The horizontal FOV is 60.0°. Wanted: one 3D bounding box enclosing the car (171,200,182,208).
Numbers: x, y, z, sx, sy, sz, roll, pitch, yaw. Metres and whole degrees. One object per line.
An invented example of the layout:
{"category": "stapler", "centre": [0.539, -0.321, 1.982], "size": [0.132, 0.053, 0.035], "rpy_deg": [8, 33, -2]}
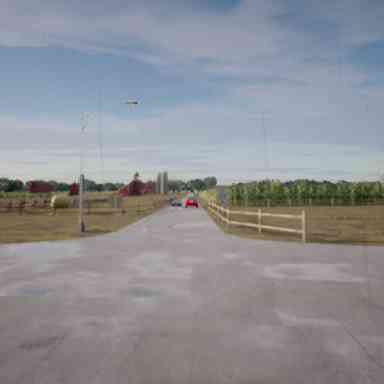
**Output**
{"category": "car", "centre": [-2.799, 2.088, 61.098], "size": [2.033, 1.411, 5.357], "rpy_deg": [0, -1, 0]}

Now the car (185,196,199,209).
{"category": "car", "centre": [-0.044, 1.714, 55.719], "size": [2.150, 2.045, 5.566], "rpy_deg": [0, -1, 0]}

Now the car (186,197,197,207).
{"category": "car", "centre": [-0.052, 1.941, 66.079], "size": [2.097, 1.767, 4.553], "rpy_deg": [0, -1, 0]}
